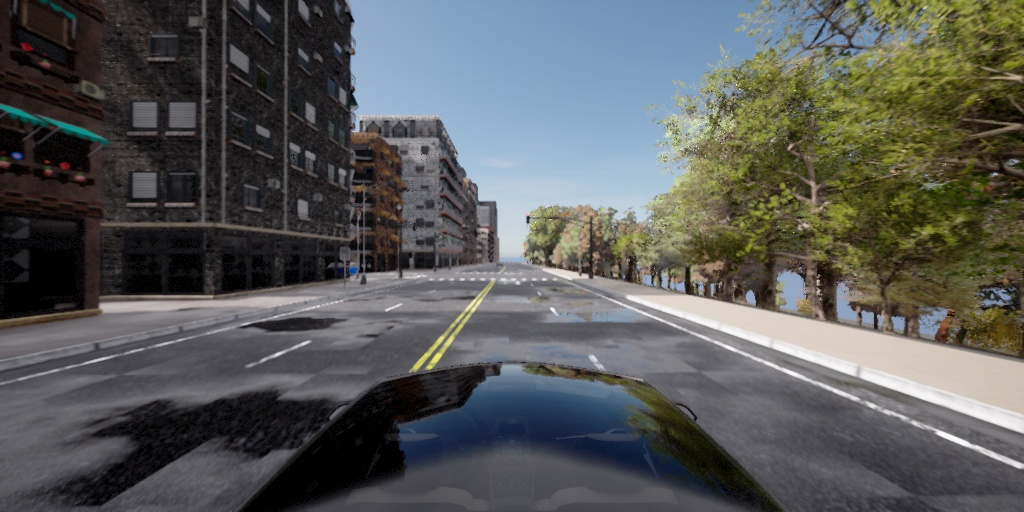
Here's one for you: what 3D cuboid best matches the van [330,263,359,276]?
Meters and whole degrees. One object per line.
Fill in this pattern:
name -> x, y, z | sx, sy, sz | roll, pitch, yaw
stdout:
van -> -22.807, 1.802, 48.429 | 3.998, 1.789, 1.690 | 0, 0, -1

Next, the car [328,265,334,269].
car -> -22.704, 1.993, 40.083 | 4.207, 1.307, 1.802 | 0, 0, -1
